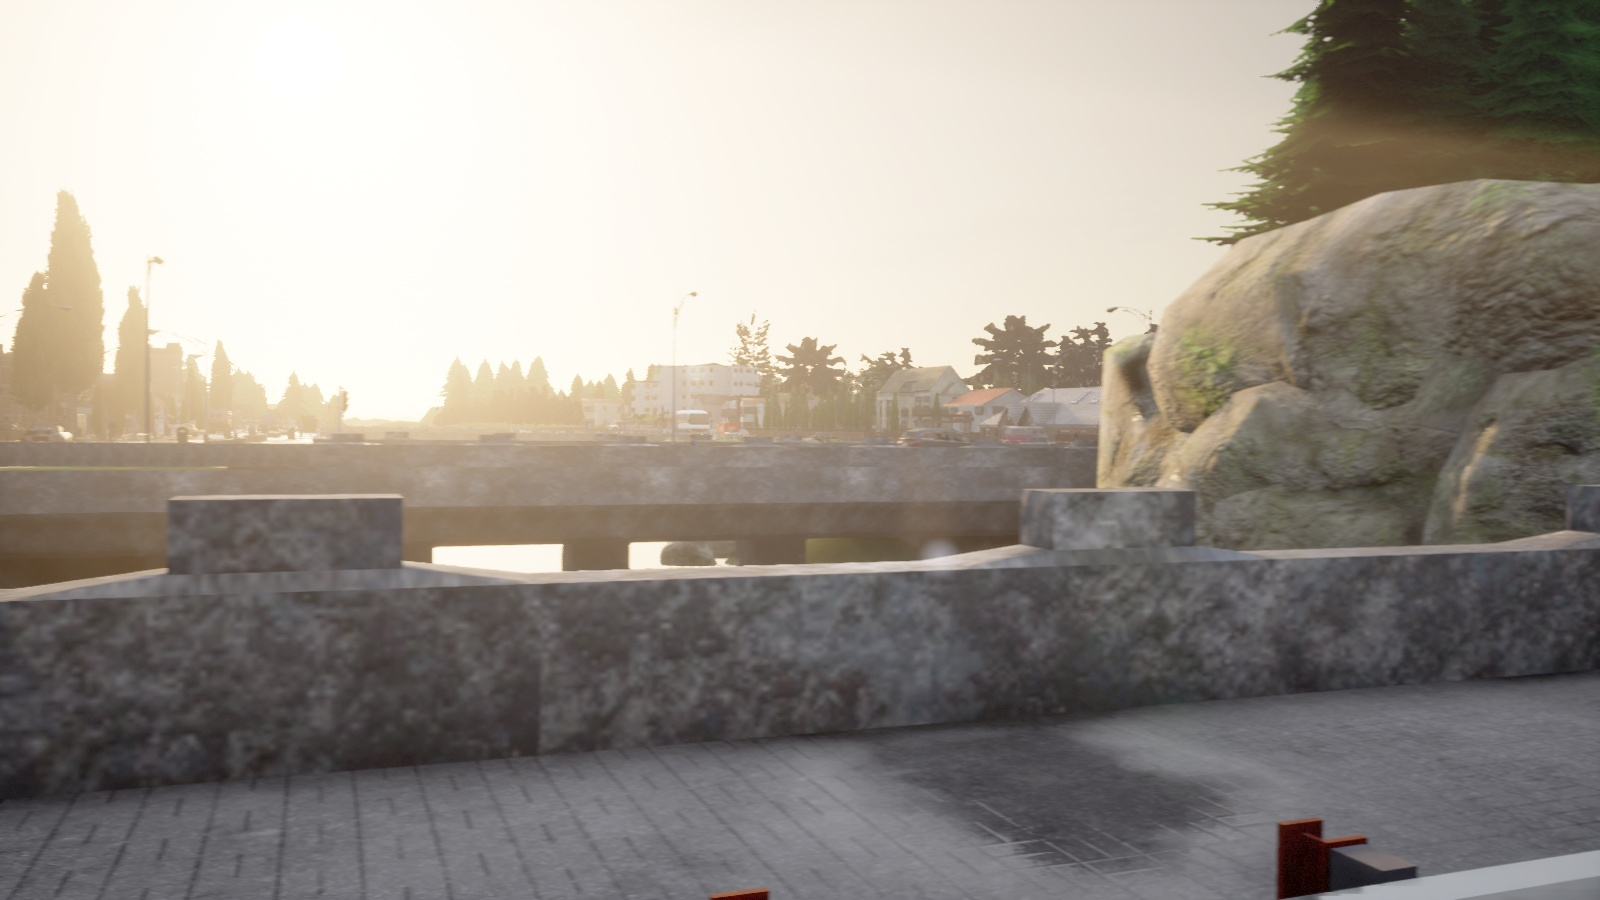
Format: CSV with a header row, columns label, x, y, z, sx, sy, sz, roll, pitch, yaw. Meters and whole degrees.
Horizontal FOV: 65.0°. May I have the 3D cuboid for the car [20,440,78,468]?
label,x,y,z,sx,sy,sz,roll,pitch,yaw
car,-40.826,0.192,68.356,1.994,1.385,4.181,-1,1,-21

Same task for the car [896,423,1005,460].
label,x,y,z,sx,sy,sz,roll,pitch,yaw
car,7.101,-0.403,59.410,4.611,1.667,2.242,-1,1,-21
